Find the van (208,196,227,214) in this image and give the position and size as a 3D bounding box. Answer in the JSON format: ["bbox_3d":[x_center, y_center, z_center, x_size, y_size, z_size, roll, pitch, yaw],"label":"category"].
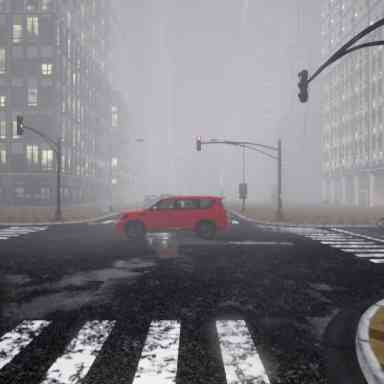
[{"bbox_3d":[2.692,1.340,35.889,1.690,1.788,3.998,0,0,0],"label":"van"}]

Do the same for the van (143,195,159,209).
[{"bbox_3d":[-5.758,1.340,46.996,1.690,1.788,3.998,0,0,0],"label":"van"}]

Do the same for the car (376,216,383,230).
[{"bbox_3d":[13.666,1.658,20.059,4.674,1.442,1.812,0,0,-1],"label":"car"}]

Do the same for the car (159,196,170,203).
[{"bbox_3d":[-5.672,1.548,69.152,2.008,1.369,4.403,0,0,0],"label":"car"}]

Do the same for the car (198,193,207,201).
[{"bbox_3d":[2.776,1.309,85.738,2.192,1.841,5.009,0,0,0],"label":"car"}]

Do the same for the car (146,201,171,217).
[{"bbox_3d":[-3.227,1.600,32.855,1.895,1.301,4.718,0,0,0],"label":"car"}]

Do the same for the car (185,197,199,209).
[{"bbox_3d":[0.013,1.504,45.542,1.837,1.490,4.892,0,0,0],"label":"car"}]

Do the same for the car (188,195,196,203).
[{"bbox_3d":[0.034,1.497,73.071,1.837,1.490,4.892,0,0,0],"label":"car"}]

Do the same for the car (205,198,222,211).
[{"bbox_3d":[2.622,1.544,41.427,1.887,1.381,4.507,0,0,0],"label":"car"}]

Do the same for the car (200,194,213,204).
[{"bbox_3d":[2.688,1.313,63.581,2.192,1.841,5.009,0,0,0],"label":"car"}]

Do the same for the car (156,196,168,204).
[{"bbox_3d":[-5.694,1.564,63.614,1.947,1.339,4.313,0,0,0],"label":"car"}]

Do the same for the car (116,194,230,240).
[{"bbox_3d":[-0.904,1.218,16.500,5.566,2.045,2.150,0,0,-1],"label":"car"}]

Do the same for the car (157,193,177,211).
[{"bbox_3d":[-3.180,1.221,42.899,2.150,2.045,5.566,0,0,1],"label":"car"}]

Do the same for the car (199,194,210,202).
[{"bbox_3d":[2.732,1.311,74.660,2.192,1.841,5.009,0,0,0],"label":"car"}]

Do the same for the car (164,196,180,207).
[{"bbox_3d":[-3.139,1.490,53.203,2.128,1.511,4.902,0,0,0],"label":"car"}]
